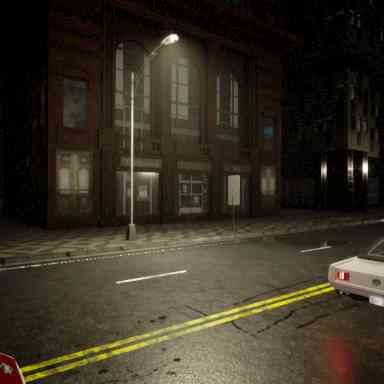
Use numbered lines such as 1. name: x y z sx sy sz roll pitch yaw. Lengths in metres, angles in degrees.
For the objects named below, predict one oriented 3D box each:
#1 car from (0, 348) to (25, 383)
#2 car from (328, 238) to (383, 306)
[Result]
1. car: -3.037 1.352 1.274 4.553 1.767 2.097 0 0 -35
2. car: 5.031 1.597 7.026 4.718 1.301 1.895 0 0 -35
